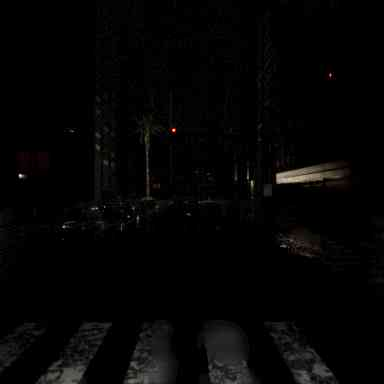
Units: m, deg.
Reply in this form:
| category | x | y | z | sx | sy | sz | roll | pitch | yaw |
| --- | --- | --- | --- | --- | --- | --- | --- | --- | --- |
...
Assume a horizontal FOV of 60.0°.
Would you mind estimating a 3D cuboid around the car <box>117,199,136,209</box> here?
| category | x | y | z | sx | sy | sz | roll | pitch | yaw |
| --- | --- | --- | --- | --- | --- | --- | --- | --- | --- |
| car | -9.714 | 1.701 | 49.822 | 1.994 | 1.385 | 4.181 | 0 | 0 | 0 |

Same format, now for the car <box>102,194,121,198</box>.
| category | x | y | z | sx | sy | sz | roll | pitch | yaw |
| --- | --- | --- | --- | --- | --- | --- | --- | --- | --- |
| car | -9.756 | 1.319 | 39.861 | 2.150 | 2.045 | 5.566 | 0 | 0 | 0 |

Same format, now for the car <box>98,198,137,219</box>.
| category | x | y | z | sx | sy | sz | roll | pitch | yaw |
| --- | --- | --- | --- | --- | --- | --- | --- | --- | --- |
| car | -6.529 | 1.543 | 29.649 | 1.882 | 1.535 | 5.008 | 0 | 0 | 0 |

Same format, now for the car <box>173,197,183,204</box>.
| category | x | y | z | sx | sy | sz | roll | pitch | yaw |
| --- | --- | --- | --- | --- | --- | --- | --- | --- | --- |
| car | -2.976 | 1.790 | 69.857 | 1.994 | 1.385 | 4.181 | 0 | 0 | 0 |

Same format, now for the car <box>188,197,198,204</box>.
| category | x | y | z | sx | sy | sz | roll | pitch | yaw |
| --- | --- | --- | --- | --- | --- | --- | --- | --- | --- |
| car | 0.274 | 1.790 | 69.874 | 1.994 | 1.385 | 4.181 | 0 | 0 | 0 |

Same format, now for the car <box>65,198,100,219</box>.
| category | x | y | z | sx | sy | sz | roll | pitch | yaw |
| --- | --- | --- | --- | --- | --- | --- | --- | --- | --- |
| car | -9.775 | 1.543 | 29.915 | 1.882 | 1.535 | 5.008 | 0 | 0 | 0 |

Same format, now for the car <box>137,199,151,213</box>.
| category | x | y | z | sx | sy | sz | roll | pitch | yaw |
| --- | --- | --- | --- | --- | --- | --- | --- | --- | --- |
| car | -6.505 | 1.587 | 39.117 | 2.128 | 1.511 | 4.902 | 0 | 0 | 0 |

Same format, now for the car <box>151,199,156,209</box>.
| category | x | y | z | sx | sy | sz | roll | pitch | yaw |
| --- | --- | --- | --- | --- | --- | --- | --- | --- | --- |
| car | -6.471 | 1.735 | 49.005 | 1.895 | 1.301 | 4.718 | 0 | 0 | 1 |
